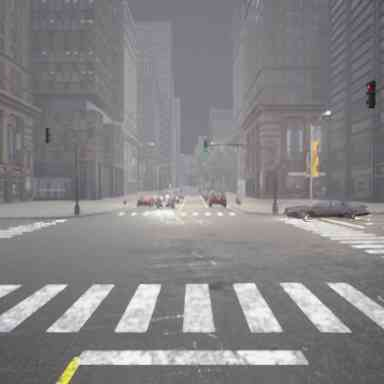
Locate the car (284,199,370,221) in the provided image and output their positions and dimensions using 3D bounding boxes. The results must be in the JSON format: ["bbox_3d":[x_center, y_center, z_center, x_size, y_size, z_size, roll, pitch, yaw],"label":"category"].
[{"bbox_3d":[9.170,1.186,22.905,5.357,1.411,2.033,-1,0,5],"label":"car"}]

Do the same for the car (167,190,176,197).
[{"bbox_3d":[-5.212,0.280,84.207,1.967,1.590,4.097,1,1,0],"label":"car"}]

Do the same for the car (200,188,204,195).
[{"bbox_3d":[3.242,0.469,73.078,1.967,1.590,4.097,1,1,0],"label":"car"}]

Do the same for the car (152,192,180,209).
[{"bbox_3d":[-2.849,1.045,36.921,2.128,1.511,4.902,0,1,1],"label":"car"}]

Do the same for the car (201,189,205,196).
[{"bbox_3d":[3.170,0.726,62.169,1.752,1.417,4.829,1,1,0],"label":"car"}]

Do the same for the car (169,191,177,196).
[{"bbox_3d":[-5.177,0.322,89.750,1.802,1.307,4.206,1,1,0],"label":"car"}]

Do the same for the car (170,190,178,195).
[{"bbox_3d":[-5.142,0.203,95.290,1.947,1.339,4.313,1,1,0],"label":"car"}]

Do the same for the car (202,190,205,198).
[{"bbox_3d":[3.133,0.852,56.458,1.947,1.339,4.313,1,1,0],"label":"car"}]

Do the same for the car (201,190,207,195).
[{"bbox_3d":[3.385,0.160,95.411,1.752,1.417,4.829,1,1,0],"label":"car"}]

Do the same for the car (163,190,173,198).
[{"bbox_3d":[-5.283,0.469,73.128,1.967,1.590,4.097,1,1,0],"label":"car"}]

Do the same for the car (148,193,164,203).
[{"bbox_3d":[-5.428,0.909,50.970,1.887,1.381,4.507,0,1,0],"label":"car"}]

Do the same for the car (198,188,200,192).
[{"bbox_3d":[3.348,0.306,89.702,1.947,1.339,4.313,1,1,0],"label":"car"}]

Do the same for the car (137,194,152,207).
[{"bbox_3d":[-5.499,1.058,39.891,1.887,1.381,4.507,0,1,0],"label":"car"}]

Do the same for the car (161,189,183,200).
[{"bbox_3d":[-2.780,0.774,46.929,2.097,1.767,4.553,0,0,1],"label":"car"}]

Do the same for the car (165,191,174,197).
[{"bbox_3d":[-5.250,0.464,78.500,1.752,1.417,4.829,1,1,0],"label":"car"}]

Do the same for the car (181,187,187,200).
[{"bbox_3d":[-2.603,0.522,64.159,2.097,1.767,4.553,0,1,1],"label":"car"}]

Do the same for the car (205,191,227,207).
[{"bbox_3d":[3.027,0.829,39.835,2.192,1.841,5.009,0,1,0],"label":"car"}]
